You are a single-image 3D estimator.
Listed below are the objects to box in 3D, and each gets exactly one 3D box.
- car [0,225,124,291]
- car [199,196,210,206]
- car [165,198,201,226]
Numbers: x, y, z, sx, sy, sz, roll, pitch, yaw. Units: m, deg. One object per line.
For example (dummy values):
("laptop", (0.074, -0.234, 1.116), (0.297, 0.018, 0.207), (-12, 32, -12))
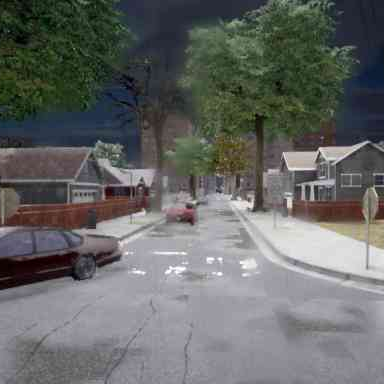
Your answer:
("car", (-4.196, 1.526, 7.868), (2.033, 1.411, 5.357), (0, 0, 40))
("car", (1.735, 1.416, 51.934), (1.837, 1.490, 4.892), (0, 0, 5))
("car", (-0.643, 1.435, 23.386), (1.882, 1.535, 5.008), (0, 0, 5))
